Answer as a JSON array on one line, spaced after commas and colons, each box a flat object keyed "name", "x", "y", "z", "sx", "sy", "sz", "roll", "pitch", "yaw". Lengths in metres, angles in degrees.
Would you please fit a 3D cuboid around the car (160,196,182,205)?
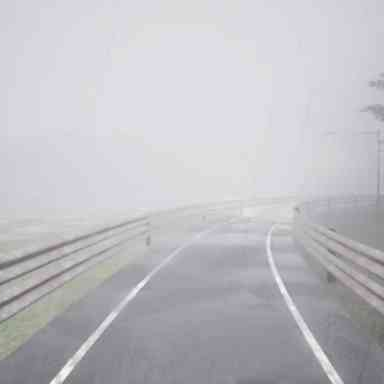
[{"name": "car", "x": -3.908, "y": 1.439, "z": 58.022, "sx": 4.674, "sy": 1.442, "sz": 1.812, "roll": 0, "pitch": 1, "yaw": -26}]

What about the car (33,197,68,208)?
[{"name": "car", "x": -21.081, "y": 1.474, "z": 49.664, "sx": 4.902, "sy": 1.511, "sz": 2.128, "roll": 0, "pitch": 0, "yaw": -26}]

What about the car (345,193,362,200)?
[{"name": "car", "x": 38.387, "y": 1.057, "z": 78.601, "sx": 4.902, "sy": 1.511, "sz": 2.128, "roll": -1, "pitch": 1, "yaw": -26}]

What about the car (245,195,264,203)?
[{"name": "car", "x": 12.277, "y": 1.238, "z": 65.896, "sx": 4.674, "sy": 1.442, "sz": 1.812, "roll": -1, "pitch": 1, "yaw": -26}]
